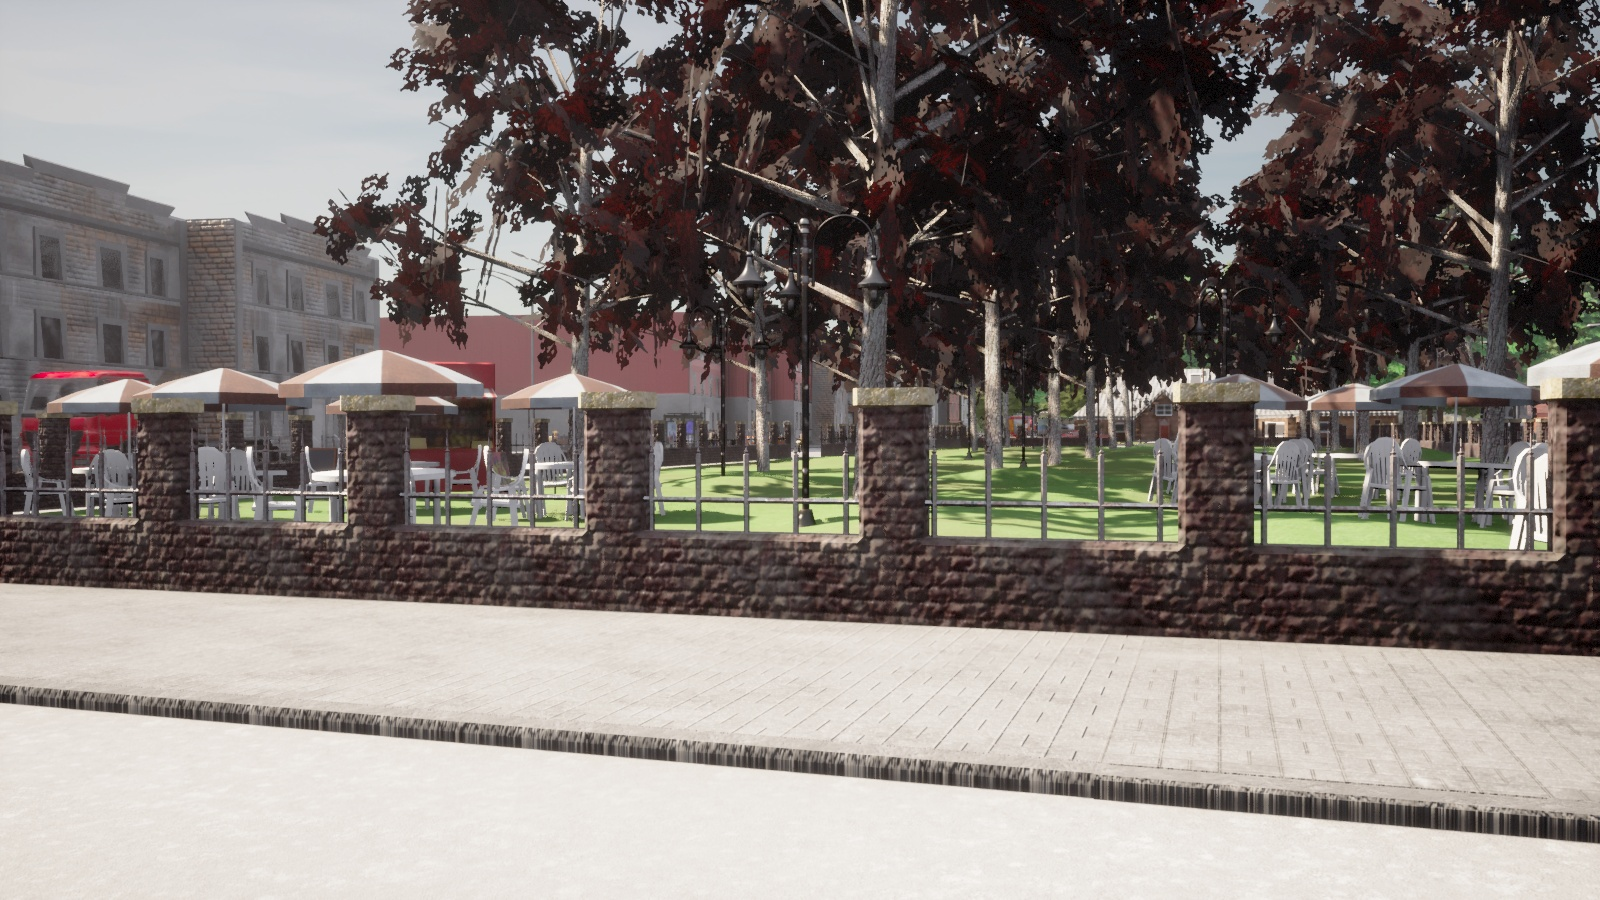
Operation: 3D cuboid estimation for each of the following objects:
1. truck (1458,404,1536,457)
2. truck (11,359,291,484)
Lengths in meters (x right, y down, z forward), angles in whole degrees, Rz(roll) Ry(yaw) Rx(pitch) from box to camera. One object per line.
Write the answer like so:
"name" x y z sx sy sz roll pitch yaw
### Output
"truck" 47.844 -1.360 86.422 2.891 3.462 7.936 0 1 15
"truck" -19.801 -0.855 39.027 2.891 3.462 7.936 1 1 18
